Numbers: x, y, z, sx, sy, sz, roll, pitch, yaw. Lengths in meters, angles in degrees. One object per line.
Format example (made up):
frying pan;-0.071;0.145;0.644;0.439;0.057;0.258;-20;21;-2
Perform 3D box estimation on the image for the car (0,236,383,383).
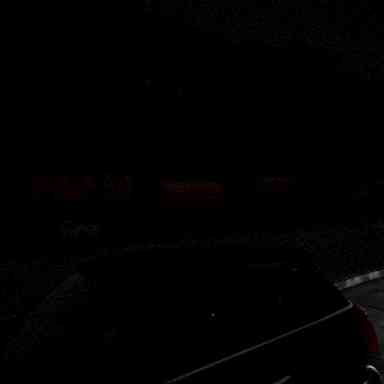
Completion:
car;-0.429;1.354;2.753;4.553;1.767;2.097;0;0;-35
